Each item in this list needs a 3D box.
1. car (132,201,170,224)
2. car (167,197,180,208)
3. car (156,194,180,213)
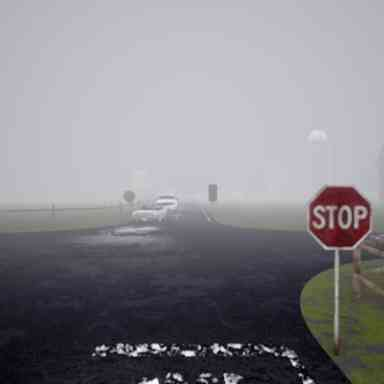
[{"bbox_3d":[-3.139,1.606,25.190,1.895,1.301,4.718,0,0,4],"label":"car"},{"bbox_3d":[-2.823,1.579,51.165,1.812,1.442,4.674,0,0,0],"label":"car"},{"bbox_3d":[-2.850,1.247,38.035,2.150,2.045,5.566,0,0,0],"label":"car"}]
